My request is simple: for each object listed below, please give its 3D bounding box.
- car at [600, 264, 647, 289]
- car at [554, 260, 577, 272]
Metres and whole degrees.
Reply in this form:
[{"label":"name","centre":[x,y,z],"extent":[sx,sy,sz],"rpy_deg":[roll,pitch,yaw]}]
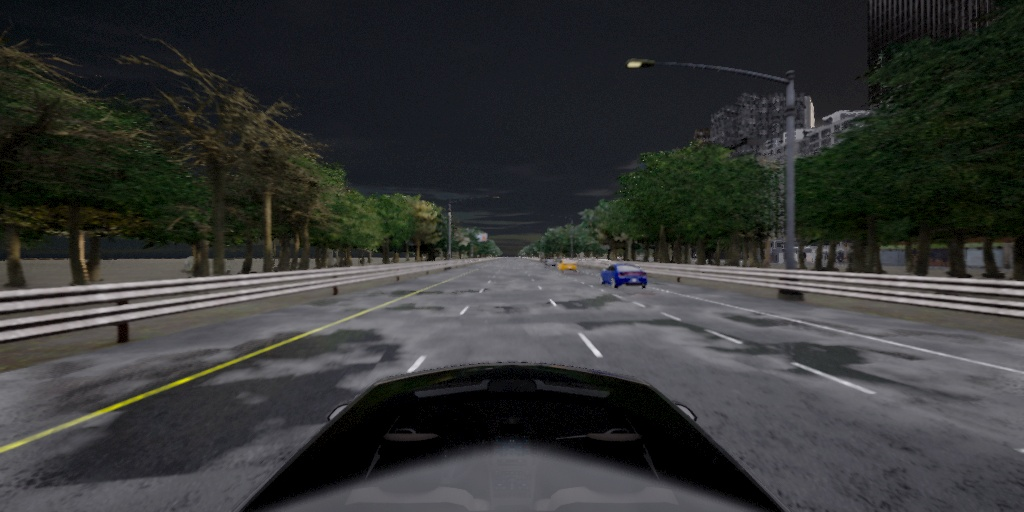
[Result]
[{"label":"car","centre":[7.008,1.236,23.007],"extent":[1.882,1.535,5.008],"rpy_deg":[0,0,0]},{"label":"car","centre":[7.021,1.239,46.026],"extent":[1.882,1.535,5.008],"rpy_deg":[0,0,0]}]
